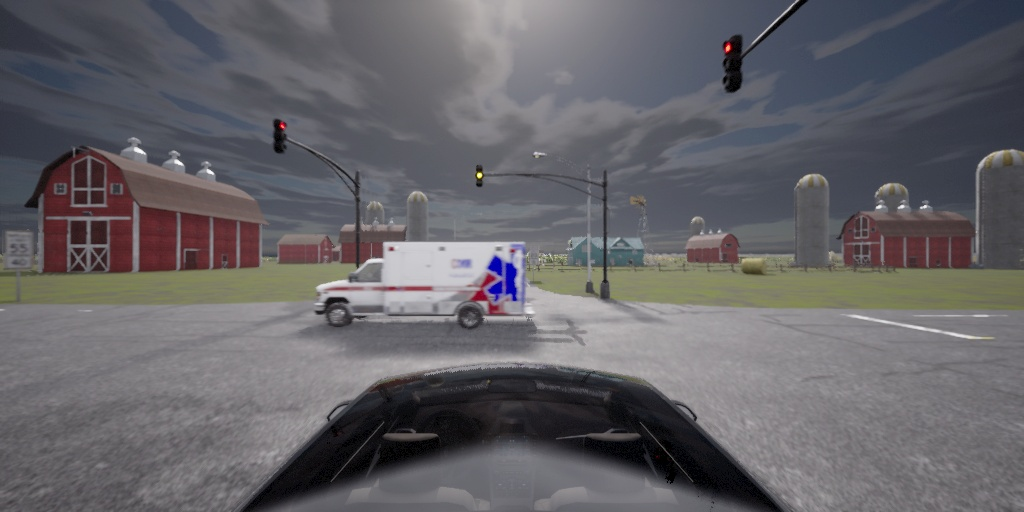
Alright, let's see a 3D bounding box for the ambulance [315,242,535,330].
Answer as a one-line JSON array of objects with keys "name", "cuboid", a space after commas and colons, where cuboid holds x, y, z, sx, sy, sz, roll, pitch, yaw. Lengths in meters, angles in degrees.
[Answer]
[{"name": "ambulance", "cuboid": [-2.524, 0.837, 11.030, 6.366, 2.431, 2.351, 0, 0, 0]}]
